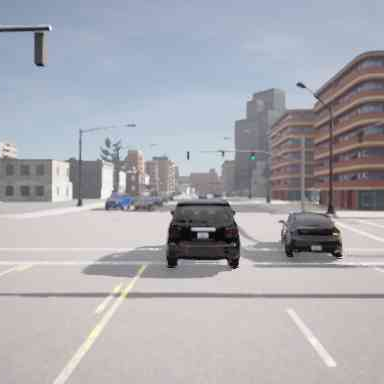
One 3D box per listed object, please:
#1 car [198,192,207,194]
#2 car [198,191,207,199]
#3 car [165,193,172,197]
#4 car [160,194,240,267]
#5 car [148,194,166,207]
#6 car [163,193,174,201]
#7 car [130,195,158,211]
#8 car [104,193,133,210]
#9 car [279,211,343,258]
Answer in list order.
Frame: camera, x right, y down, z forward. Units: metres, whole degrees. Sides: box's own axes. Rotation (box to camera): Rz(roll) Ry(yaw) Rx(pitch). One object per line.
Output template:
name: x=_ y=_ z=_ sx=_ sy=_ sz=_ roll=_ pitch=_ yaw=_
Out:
car: x=2.246 y=0.990 z=70.028 sx=2.128 sy=1.511 sz=4.902 roll=0 pitch=1 yaw=1
car: x=2.477 y=0.674 z=80.224 sx=2.097 sy=1.767 sz=4.553 roll=0 pitch=0 yaw=1
car: x=-5.091 y=1.164 z=57.660 sx=1.837 sy=1.490 sz=4.892 roll=0 pitch=1 yaw=2
car: x=0.381 y=1.232 z=11.559 sx=2.150 sy=2.045 sz=5.566 roll=0 pitch=0 yaw=2
car: x=-5.344 y=1.409 z=48.363 sx=1.895 sy=1.301 sz=4.718 roll=0 pitch=1 yaw=2
car: x=-4.809 y=1.019 z=67.819 sx=1.812 sy=1.442 sz=4.674 roll=0 pitch=1 yaw=1
car: x=-5.567 y=1.428 z=39.105 sx=1.837 sy=1.490 sz=4.892 roll=0 pitch=1 yaw=1
car: x=-9.020 y=1.124 z=40.937 sx=2.150 sy=2.045 sz=5.566 roll=0 pitch=1 yaw=2
car: x=4.526 y=1.521 z=12.945 sx=1.837 sy=1.490 sz=4.892 roll=-1 pitch=0 yaw=13
